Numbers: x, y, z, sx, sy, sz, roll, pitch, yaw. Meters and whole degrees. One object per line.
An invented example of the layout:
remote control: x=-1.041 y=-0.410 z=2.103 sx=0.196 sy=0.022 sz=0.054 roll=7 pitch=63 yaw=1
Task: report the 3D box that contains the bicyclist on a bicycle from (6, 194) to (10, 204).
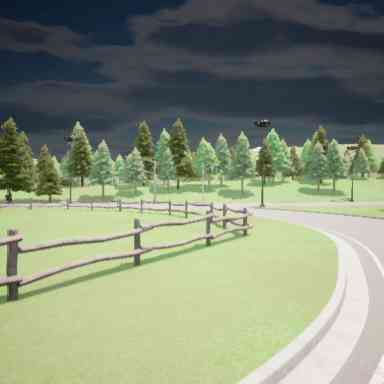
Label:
bicyclist on a bicycle: x=-32.005 y=1.264 z=57.773 sx=0.582 sy=1.620 sz=1.656 roll=0 pitch=0 yaw=-12
